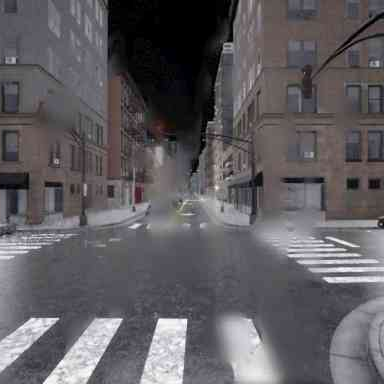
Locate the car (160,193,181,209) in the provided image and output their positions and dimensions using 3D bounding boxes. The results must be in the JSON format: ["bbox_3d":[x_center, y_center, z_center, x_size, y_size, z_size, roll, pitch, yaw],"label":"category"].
[{"bbox_3d":[-3.016,1.190,44.121,2.150,2.045,5.566,0,0,0],"label":"car"}]

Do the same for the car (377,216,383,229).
[{"bbox_3d":[12.169,1.441,17.439,4.507,1.381,1.887,-1,0,1],"label":"car"}]

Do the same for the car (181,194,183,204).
[{"bbox_3d":[-2.883,1.153,63.920,2.150,2.045,5.566,0,0,0],"label":"car"}]

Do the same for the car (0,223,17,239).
[{"bbox_3d":[-10.449,1.703,14.454,4.718,1.301,1.895,-1,0,-5],"label":"car"}]

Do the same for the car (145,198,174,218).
[{"bbox_3d":[-3.044,1.553,30.352,1.994,1.385,4.181,0,0,0],"label":"car"}]
